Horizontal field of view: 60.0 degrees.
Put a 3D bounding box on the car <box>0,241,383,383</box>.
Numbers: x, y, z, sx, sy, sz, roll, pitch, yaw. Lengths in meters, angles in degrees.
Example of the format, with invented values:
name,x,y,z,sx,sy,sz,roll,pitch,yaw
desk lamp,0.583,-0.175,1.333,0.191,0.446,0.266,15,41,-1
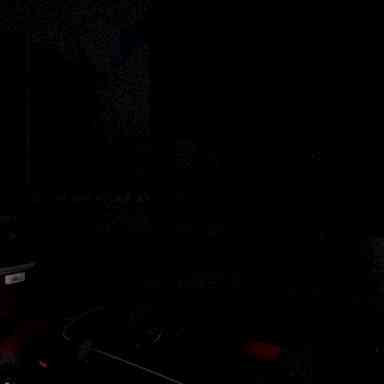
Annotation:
name,x,y,z,sx,sy,sz,roll,pitch,yaw
car,-0.033,1.440,2.985,4.097,1.590,1.967,0,0,35

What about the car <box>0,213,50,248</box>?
name,x,y,z,sx,sy,sz,roll,pitch,yaw
car,-4.463,1.315,6.138,5.009,1.841,2.192,0,0,35
